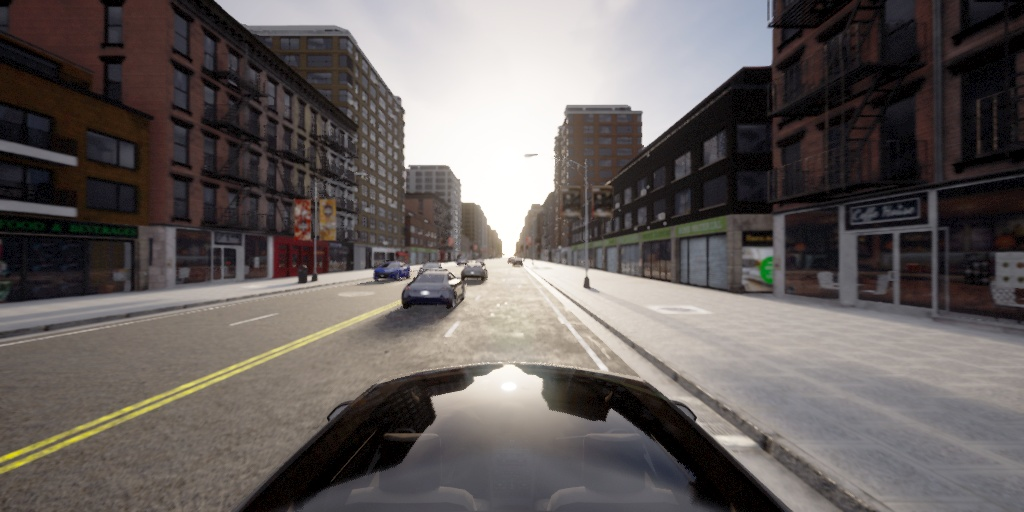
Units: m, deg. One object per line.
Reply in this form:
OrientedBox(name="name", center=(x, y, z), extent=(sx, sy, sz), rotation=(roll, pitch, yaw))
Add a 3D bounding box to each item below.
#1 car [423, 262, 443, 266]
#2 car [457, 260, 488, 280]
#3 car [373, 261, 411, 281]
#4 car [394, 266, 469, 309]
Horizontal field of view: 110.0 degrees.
OrientedBox(name="car", center=(-6.582, 1.270, 29.791), extent=(1.812, 1.442, 4.674), rotation=(0, 0, 0))
OrientedBox(name="car", center=(-3.136, 1.308, 30.467), extent=(1.994, 1.385, 4.181), rotation=(0, 0, 0))
OrientedBox(name="car", center=(-9.832, 1.223, 29.684), extent=(1.882, 1.535, 5.008), rotation=(0, 0, 0))
OrientedBox(name="car", center=(-3.144, 1.311, 15.000), extent=(1.994, 1.385, 4.181), rotation=(0, 0, 0))
